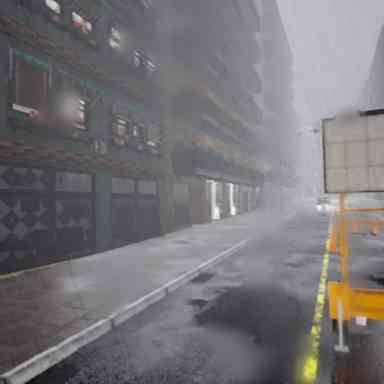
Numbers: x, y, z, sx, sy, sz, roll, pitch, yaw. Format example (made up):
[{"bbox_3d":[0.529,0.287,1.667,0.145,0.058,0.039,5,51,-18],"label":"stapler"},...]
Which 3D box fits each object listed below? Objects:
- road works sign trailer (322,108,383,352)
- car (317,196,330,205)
[{"bbox_3d":[3.510,0.394,5.561,2.380,3.560,2.880,-2,0,23],"label":"road works sign trailer"},{"bbox_3d":[20.740,1.332,52.304,1.895,1.301,4.718,-2,0,23],"label":"car"}]
